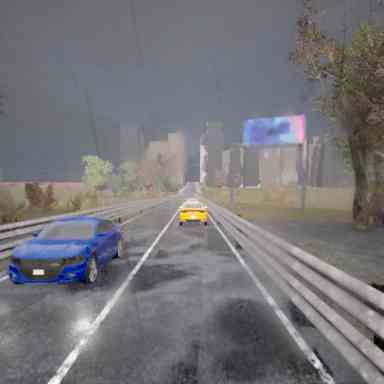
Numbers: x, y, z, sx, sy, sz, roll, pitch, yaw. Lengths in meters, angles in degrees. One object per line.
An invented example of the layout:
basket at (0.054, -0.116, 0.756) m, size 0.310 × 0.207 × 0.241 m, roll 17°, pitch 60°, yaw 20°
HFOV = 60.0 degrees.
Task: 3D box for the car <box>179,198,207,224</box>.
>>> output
car at (0.087, 1.470, 24.402) m, size 1.882 × 1.535 × 5.008 m, roll 0°, pitch 0°, yaw 0°

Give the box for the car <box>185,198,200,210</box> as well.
car at (0.060, 1.513, 42.597) m, size 1.812 × 1.442 × 4.674 m, roll 0°, pitch 0°, yaw 0°

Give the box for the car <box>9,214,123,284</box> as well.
car at (-3.351, 1.475, 9.758) m, size 1.882 × 1.535 × 5.008 m, roll 0°, pitch 0°, yaw 0°
